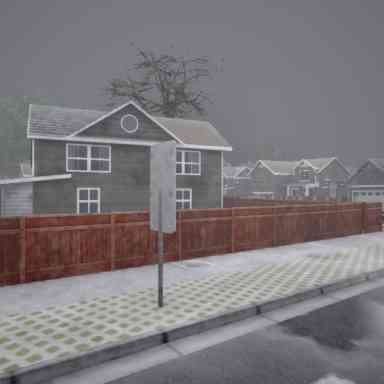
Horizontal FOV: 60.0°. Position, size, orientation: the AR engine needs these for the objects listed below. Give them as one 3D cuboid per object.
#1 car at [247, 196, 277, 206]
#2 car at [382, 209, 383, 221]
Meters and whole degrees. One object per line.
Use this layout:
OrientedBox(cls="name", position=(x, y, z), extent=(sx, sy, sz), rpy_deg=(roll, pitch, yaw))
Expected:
OrientedBox(cls="car", position=(7.878, 1.223, 38.361), extent=(2.097, 1.767, 4.553), rpy_deg=(0, 0, -25))
OrientedBox(cls="car", position=(13.253, 1.497, 26.260), extent=(1.994, 1.385, 4.181), rpy_deg=(0, 0, -23))
